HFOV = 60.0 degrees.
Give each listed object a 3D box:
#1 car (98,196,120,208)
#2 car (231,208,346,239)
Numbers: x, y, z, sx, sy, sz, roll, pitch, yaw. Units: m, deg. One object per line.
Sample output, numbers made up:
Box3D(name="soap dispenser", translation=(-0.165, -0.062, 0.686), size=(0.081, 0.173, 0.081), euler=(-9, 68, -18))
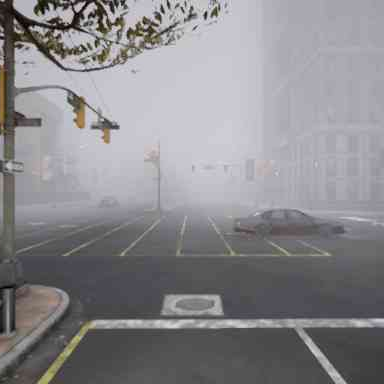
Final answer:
Box3D(name="car", translation=(-11.596, 1.326, 46.518), size=(2.097, 1.767, 4.553), euler=(0, 0, 0))
Box3D(name="car", translation=(4.671, 1.537, 16.625), size=(5.357, 1.411, 2.033), euler=(0, 0, 0))
